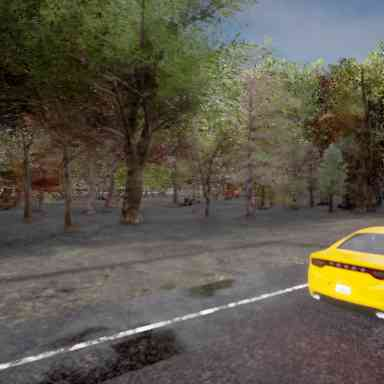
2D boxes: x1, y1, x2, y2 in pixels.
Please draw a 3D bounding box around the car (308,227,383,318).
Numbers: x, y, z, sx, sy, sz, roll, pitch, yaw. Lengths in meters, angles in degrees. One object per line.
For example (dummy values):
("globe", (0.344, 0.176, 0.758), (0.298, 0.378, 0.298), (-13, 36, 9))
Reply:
("car", (4.532, 1.463, 6.978), (5.008, 1.535, 1.882), (0, 0, -35))
